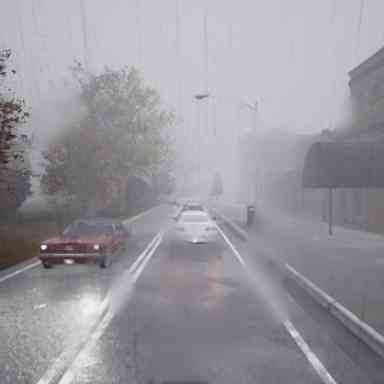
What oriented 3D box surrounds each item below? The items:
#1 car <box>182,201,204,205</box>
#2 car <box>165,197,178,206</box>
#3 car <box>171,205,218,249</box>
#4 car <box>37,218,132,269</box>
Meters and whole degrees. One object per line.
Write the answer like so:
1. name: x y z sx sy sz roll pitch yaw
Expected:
1. car: 0.111 1.503 30.198 1.812 1.442 4.674 0 0 0
2. car: -3.284 1.491 54.040 2.033 1.411 5.357 0 0 1
3. car: 0.106 1.515 14.427 1.812 1.442 4.674 0 0 0
4. car: -3.347 1.593 11.267 1.895 1.301 4.718 0 0 0
